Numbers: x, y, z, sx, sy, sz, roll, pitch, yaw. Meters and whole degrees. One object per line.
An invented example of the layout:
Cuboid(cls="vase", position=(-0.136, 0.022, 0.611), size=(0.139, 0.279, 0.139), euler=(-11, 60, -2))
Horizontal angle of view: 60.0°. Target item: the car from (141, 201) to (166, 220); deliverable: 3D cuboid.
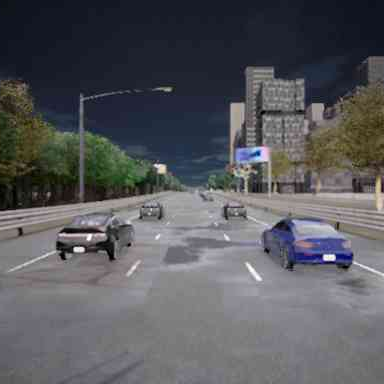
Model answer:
Cuboid(cls="car", position=(-3.407, 1.562, 29.131), size=(2.128, 1.511, 4.902), euler=(0, 0, 0))

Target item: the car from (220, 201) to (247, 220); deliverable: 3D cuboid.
Cuboid(cls="car", position=(3.593, 1.562, 29.120), size=(2.128, 1.511, 4.902), euler=(0, 0, 0))

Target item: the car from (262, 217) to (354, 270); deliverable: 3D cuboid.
Cuboid(cls="car", position=(3.597, 1.561, 11.011), size=(1.812, 1.442, 4.674), euler=(0, 0, 0))

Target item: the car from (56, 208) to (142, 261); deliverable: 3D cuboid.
Cuboid(cls="car", position=(-3.402, 1.532, 12.443), size=(2.128, 1.511, 4.902), euler=(0, 0, 0))

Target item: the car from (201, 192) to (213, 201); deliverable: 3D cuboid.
Cuboid(cls="car", position=(3.489, 1.258, 70.553), size=(1.994, 1.385, 4.181), euler=(0, 1, 0))

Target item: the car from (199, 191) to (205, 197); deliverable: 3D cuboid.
Cuboid(cls="car", position=(3.488, 1.080, 81.549), size=(2.033, 1.411, 5.357), euler=(0, 1, 0))
